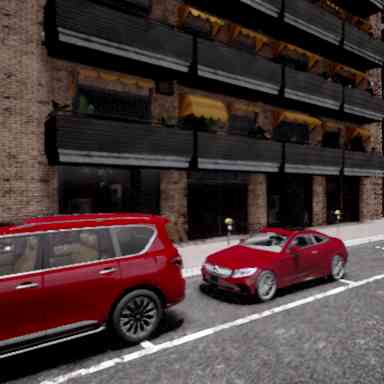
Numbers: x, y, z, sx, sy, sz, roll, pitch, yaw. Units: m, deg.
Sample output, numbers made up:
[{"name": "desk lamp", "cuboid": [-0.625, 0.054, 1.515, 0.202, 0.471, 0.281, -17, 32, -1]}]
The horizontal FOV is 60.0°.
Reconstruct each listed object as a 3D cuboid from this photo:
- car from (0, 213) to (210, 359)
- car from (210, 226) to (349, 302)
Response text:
[{"name": "car", "cuboid": [-2.420, 1.310, 4.829, 5.009, 1.841, 2.192, -1, 1, -36]}, {"name": "car", "cuboid": [2.167, 1.529, 8.108, 4.206, 1.307, 1.802, -1, 1, -36]}]
